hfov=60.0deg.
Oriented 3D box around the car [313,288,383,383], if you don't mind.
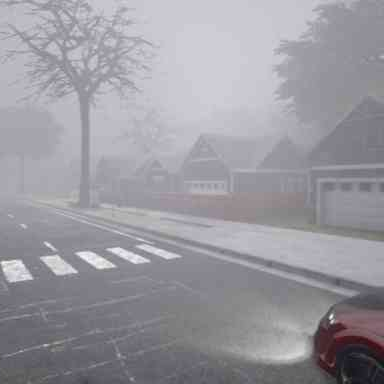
[{"bbox_3d":[3.153,1.458,2.645,1.994,1.385,4.181,-2,2,-34],"label":"car"}]
